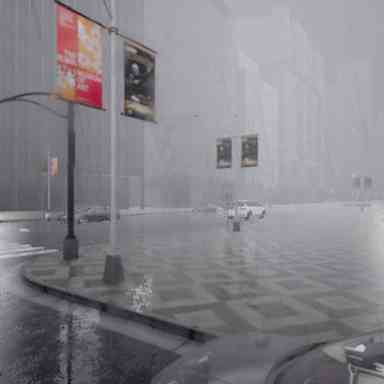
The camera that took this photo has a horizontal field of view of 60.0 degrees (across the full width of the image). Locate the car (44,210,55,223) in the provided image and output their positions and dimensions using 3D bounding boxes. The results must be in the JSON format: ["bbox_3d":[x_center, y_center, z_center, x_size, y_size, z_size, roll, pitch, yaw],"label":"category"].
[{"bbox_3d":[-10.303,1.861,28.812,2.128,1.511,4.902,0,-1,36],"label":"car"}]

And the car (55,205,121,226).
[{"bbox_3d":[-7.919,1.846,26.563,2.128,1.511,4.902,0,-1,36],"label":"car"}]

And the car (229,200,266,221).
[{"bbox_3d":[5.637,1.833,34.113,2.150,2.045,5.566,0,-1,36],"label":"car"}]

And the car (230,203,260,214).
[{"bbox_3d":[7.763,2.411,48.284,2.033,1.411,5.357,0,-1,36],"label":"car"}]

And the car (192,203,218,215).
[{"bbox_3d":[1.821,2.289,45.644,1.812,1.442,4.674,0,-1,36],"label":"car"}]

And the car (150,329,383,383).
[{"bbox_3d":[1.591,1.551,1.830,4.403,1.369,2.008,0,0,36],"label":"car"}]
